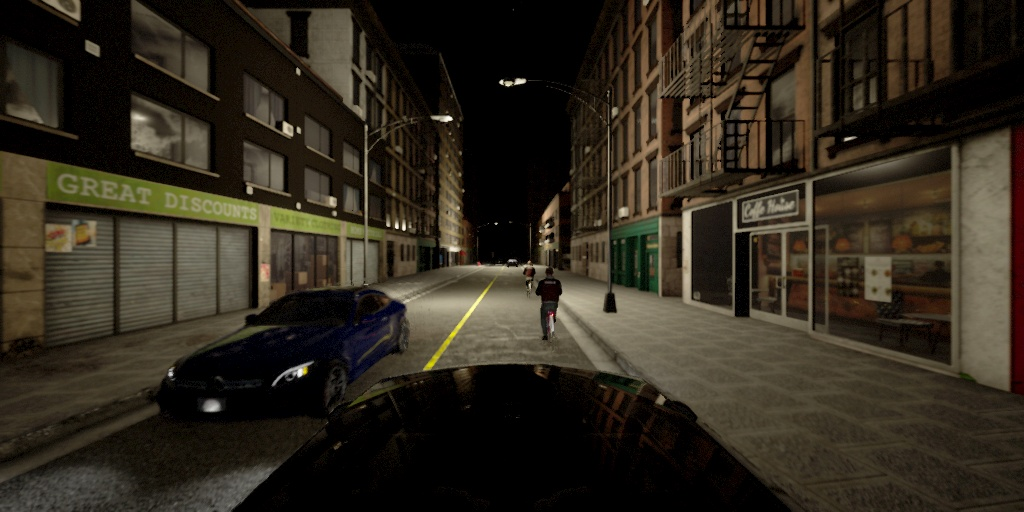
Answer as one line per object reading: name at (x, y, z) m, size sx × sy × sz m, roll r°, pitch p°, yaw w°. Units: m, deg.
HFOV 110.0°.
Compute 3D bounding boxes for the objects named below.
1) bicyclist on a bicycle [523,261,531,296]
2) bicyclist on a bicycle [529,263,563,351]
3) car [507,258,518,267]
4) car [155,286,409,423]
bicyclist on a bicycle at (0.828, 1.120, 17.123) m, size 0.659 × 1.776 × 1.843 m, roll 0°, pitch 0°, yaw 0°
bicyclist on a bicycle at (0.826, 1.121, 8.122) m, size 0.659 × 1.776 × 1.843 m, roll 0°, pitch 0°, yaw 0°
car at (0.108, 1.273, 64.222) m, size 2.033 × 1.411 × 5.357 m, roll 0°, pitch 0°, yaw 0°
car at (-3.099, 1.275, 6.027) m, size 1.812 × 1.442 × 4.674 m, roll 0°, pitch 0°, yaw 0°
